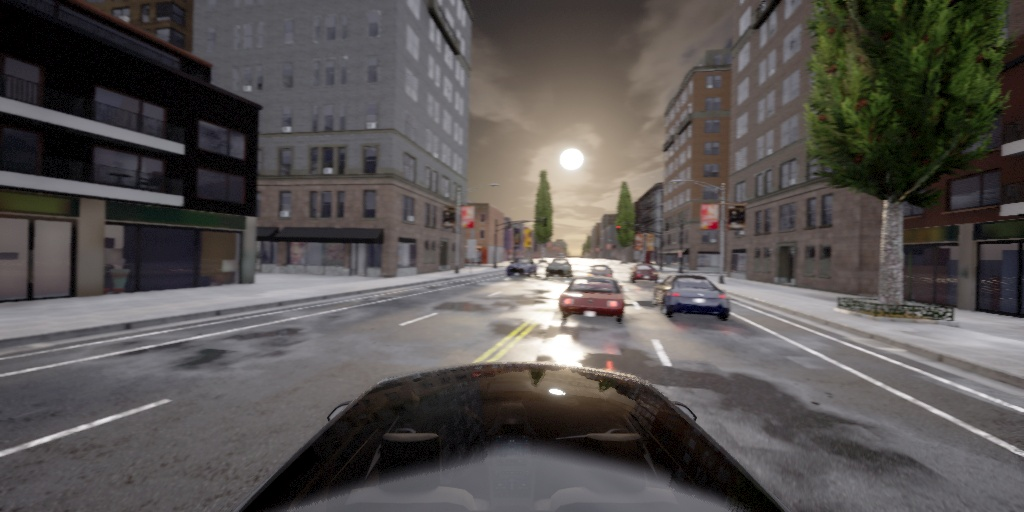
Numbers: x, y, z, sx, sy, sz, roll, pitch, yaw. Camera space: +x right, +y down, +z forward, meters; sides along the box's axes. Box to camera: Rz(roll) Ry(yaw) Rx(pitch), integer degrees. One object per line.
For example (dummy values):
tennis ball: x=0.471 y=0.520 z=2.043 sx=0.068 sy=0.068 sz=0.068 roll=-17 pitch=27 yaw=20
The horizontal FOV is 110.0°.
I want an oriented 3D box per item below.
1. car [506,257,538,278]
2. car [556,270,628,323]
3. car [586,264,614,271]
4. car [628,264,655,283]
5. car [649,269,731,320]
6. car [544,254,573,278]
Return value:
car: x=0.946 y=0.912 z=31.728 sx=2.097 sy=1.767 sz=4.553 roll=1 pitch=1 yaw=14
car: x=2.799 y=1.340 z=12.214 sx=1.895 sy=1.301 sz=4.718 roll=1 pitch=0 yaw=16
car: x=6.141 y=1.279 z=25.100 sx=2.033 sy=1.411 sz=5.357 roll=1 pitch=0 yaw=15
car: x=10.191 y=1.336 z=27.905 sx=1.812 sy=1.442 sz=4.674 roll=1 pitch=0 yaw=14
car: x=6.454 y=1.383 z=13.272 sx=1.994 sy=1.385 sz=4.181 roll=1 pitch=0 yaw=15
car: x=4.123 y=0.994 z=31.042 sx=2.097 sy=1.767 sz=4.553 roll=1 pitch=1 yaw=14
